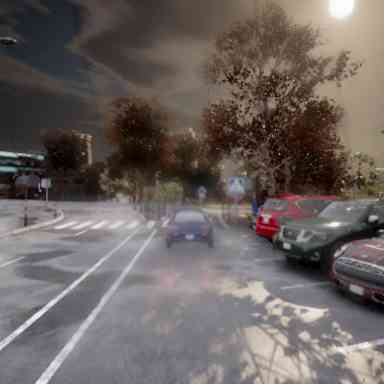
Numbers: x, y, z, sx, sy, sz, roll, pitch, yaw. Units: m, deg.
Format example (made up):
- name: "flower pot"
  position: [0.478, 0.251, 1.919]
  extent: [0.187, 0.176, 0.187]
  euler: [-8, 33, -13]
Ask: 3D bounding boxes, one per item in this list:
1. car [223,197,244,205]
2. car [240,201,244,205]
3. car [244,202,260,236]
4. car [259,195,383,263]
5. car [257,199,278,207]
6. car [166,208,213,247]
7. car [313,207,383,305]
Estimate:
- name: "car"
  position: [10.809, 2.276, 86.122]
  extent: [5.566, 2.045, 2.150]
  euler: [0, 0, 30]
- name: "car"
  position: [5.127, 1.378, 16.207]
  extent: [4.892, 1.521, 2.231]
  euler: [1, 0, -22]
- name: "car"
  position: [5.223, 1.153, 13.246]
  extent: [5.566, 2.045, 2.435]
  euler: [1, 0, -21]
- name: "car"
  position: [5.224, 1.180, 10.244]
  extent: [5.566, 2.045, 2.435]
  euler: [1, 1, -21]
- name: "car"
  position: [17.610, 2.570, 78.190]
  extent: [1.882, 1.535, 5.008]
  euler: [0, 0, -30]
- name: "car"
  position: [-0.106, 1.428, 14.305]
  extent: [1.812, 1.442, 4.674]
  euler: [0, 0, -1]
- name: "car"
  position: [5.317, 1.333, 7.300]
  extent: [4.553, 1.767, 2.185]
  euler: [1, 1, -21]
